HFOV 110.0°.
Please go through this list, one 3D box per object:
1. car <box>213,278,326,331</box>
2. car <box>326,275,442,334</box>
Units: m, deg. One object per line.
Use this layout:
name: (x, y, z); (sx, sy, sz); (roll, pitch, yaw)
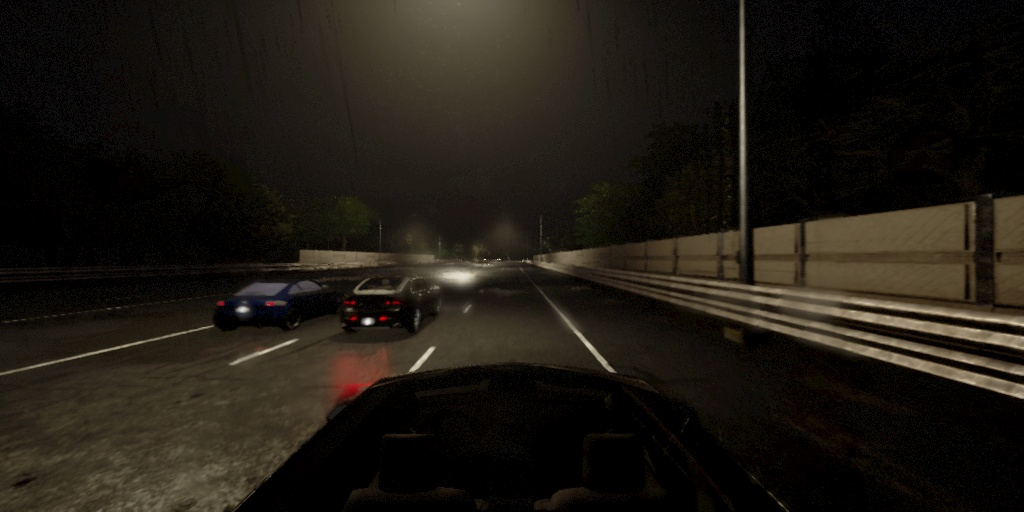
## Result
car: (-6.902, 1.375, 11.220); (1.994, 1.385, 4.181); (0, 0, 0)
car: (-3.403, 1.314, 10.897); (1.837, 1.490, 4.892); (0, 0, 0)
